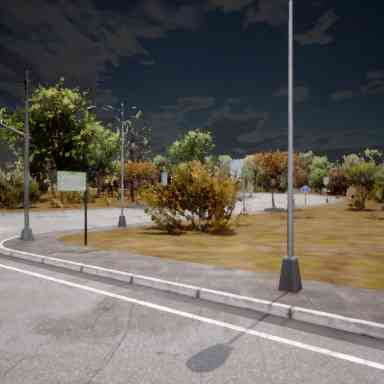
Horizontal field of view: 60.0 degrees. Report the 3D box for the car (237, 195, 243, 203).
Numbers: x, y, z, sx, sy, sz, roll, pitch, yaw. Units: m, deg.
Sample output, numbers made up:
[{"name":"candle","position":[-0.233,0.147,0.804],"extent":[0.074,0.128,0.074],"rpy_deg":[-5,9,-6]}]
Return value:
[{"name":"car","position":[7.399,1.220,57.834],"extent":[2.128,1.511,4.902],"rpy_deg":[0,1,37]}]
